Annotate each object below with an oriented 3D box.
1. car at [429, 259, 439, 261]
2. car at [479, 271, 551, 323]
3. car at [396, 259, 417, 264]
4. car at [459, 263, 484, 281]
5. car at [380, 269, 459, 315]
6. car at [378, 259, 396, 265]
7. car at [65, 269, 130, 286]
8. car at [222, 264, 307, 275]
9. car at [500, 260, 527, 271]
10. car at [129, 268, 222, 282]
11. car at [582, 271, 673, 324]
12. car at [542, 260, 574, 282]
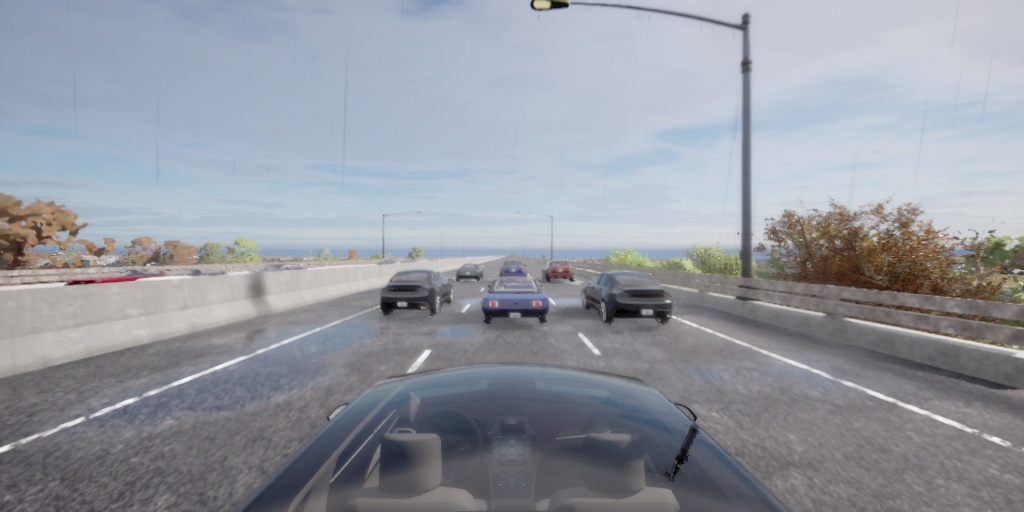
[{"bbox_3d":[-14.003,1.200,63.611,2.128,1.511,4.902,0,0,1],"label":"car"},{"bbox_3d":[0.102,1.345,12.092,1.895,1.301,4.718,0,0,0],"label":"car"},{"bbox_3d":[-17.499,1.256,61.101,2.033,1.411,5.357,0,0,1],"label":"car"},{"bbox_3d":[-3.393,1.297,29.640,1.994,1.385,4.181,0,0,0],"label":"car"},{"bbox_3d":[-3.398,1.249,13.537,1.837,1.490,4.892,0,0,0],"label":"car"},{"bbox_3d":[-20.993,1.256,61.029,2.033,1.411,5.357,0,0,0],"label":"car"},{"bbox_3d":[-21.094,1.343,19.816,1.895,1.301,4.718,0,0,0],"label":"car"},{"bbox_3d":[-14.092,1.232,21.368,2.128,1.511,4.902,0,0,0],"label":"car"},{"bbox_3d":[0.106,1.085,28.763,2.097,1.767,4.553,0,0,0],"label":"car"},{"bbox_3d":[-17.594,1.342,19.841,1.895,1.301,4.718,0,0,0],"label":"car"},{"bbox_3d":[3.600,1.249,11.938,1.837,1.490,4.892,0,0,0],"label":"car"},{"bbox_3d":[3.607,1.085,28.765,2.097,1.767,4.553,0,0,0],"label":"car"}]
